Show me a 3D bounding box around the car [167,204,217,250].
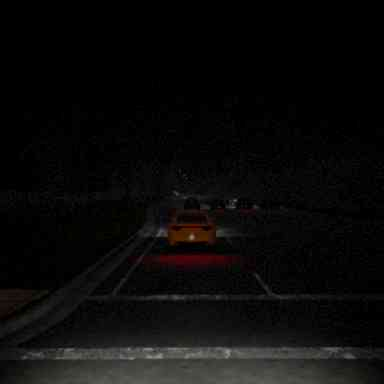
[{"bbox_3d":[-0.007,1.508,14.582,1.882,1.535,5.008,0,0,0],"label":"car"}]

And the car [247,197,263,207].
[{"bbox_3d":[10.472,1.639,55.615,1.812,1.442,4.674,0,0,0],"label":"car"}]

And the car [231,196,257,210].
[{"bbox_3d":[6.977,1.584,45.194,2.128,1.511,4.902,0,0,0],"label":"car"}]

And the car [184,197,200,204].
[{"bbox_3d":[-0.023,1.446,45.577,2.097,1.767,4.553,0,0,0],"label":"car"}]

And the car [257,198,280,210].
[{"bbox_3d":[10.477,1.570,45.195,1.882,1.535,5.008,0,0,0],"label":"car"}]

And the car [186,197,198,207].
[{"bbox_3d":[-0.028,1.619,55.610,1.837,1.490,4.892,0,0,0],"label":"car"}]

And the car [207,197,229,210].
[{"bbox_3d":[3.477,1.597,45.192,1.837,1.490,4.892,0,0,0],"label":"car"}]

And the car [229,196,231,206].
[{"bbox_3d":[6.972,1.466,55.583,2.097,1.767,4.553,0,0,0],"label":"car"}]
